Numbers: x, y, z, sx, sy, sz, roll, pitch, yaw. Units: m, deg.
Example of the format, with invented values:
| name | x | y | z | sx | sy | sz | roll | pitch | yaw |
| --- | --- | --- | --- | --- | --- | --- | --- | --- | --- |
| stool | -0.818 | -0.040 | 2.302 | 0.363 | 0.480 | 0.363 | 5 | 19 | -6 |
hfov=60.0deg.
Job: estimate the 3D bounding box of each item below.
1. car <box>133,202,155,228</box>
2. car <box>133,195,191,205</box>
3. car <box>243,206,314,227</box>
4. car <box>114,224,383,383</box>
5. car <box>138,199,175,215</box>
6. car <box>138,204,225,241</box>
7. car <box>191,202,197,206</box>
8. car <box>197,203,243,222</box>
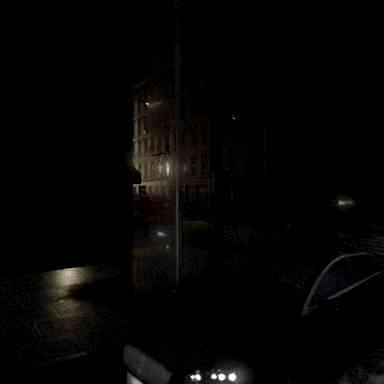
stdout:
| name | x | y | z | sx | sy | sz | roll | pitch | yaw |
| --- | --- | --- | --- | --- | --- | --- | --- | --- | --- |
| car | -3.947 | 1.584 | 21.289 | 2.008 | 1.369 | 4.403 | 0 | 0 | -35 |
| car | -2.733 | 1.247 | 23.957 | 2.150 | 2.045 | 5.566 | 0 | 0 | -35 |
| car | 5.735 | 1.558 | 21.528 | 1.947 | 1.339 | 4.313 | 0 | 0 | -35 |
| car | 1.353 | 1.490 | 4.591 | 4.902 | 1.511 | 2.128 | 0 | 0 | -42 |
| car | -3.783 | 1.529 | 34.893 | 1.752 | 1.417 | 4.829 | 0 | 0 | -35 |
| car | -0.708 | 1.554 | 16.741 | 1.752 | 1.417 | 4.829 | 0 | 0 | -35 |
| car | -0.545 | 1.566 | 30.345 | 1.947 | 1.339 | 4.313 | 0 | 0 | -35 |
| car | 2.595 | 1.578 | 25.937 | 1.802 | 1.307 | 4.206 | 0 | 0 | -35 |
